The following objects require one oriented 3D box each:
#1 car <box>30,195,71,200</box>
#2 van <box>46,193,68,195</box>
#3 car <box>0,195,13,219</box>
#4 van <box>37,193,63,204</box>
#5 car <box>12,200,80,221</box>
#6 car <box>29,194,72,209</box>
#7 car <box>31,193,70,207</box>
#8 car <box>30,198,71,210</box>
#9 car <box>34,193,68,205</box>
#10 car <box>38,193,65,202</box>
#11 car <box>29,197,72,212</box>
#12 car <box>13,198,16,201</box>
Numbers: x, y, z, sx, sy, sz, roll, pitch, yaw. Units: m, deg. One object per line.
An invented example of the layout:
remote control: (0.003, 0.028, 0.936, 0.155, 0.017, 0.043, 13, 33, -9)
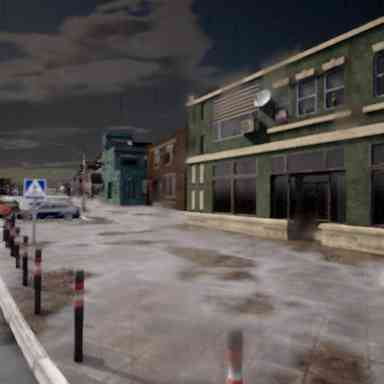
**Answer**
car: (-13.673, 1.498, 32.102, 4.553, 1.767, 2.185, 1, 0, -23)
van: (-14.933, 1.396, 34.727, 4.442, 1.987, 1.878, 1, 0, -23)
car: (-17.907, 1.418, 30.096, 2.097, 1.767, 4.553, 1, -1, -22)
van: (-26.703, 1.300, 62.810, 4.442, 1.987, 1.878, 1, 0, -23)
car: (-11.630, 1.642, 27.065, 4.792, 1.488, 2.163, 1, -1, -23)
car: (-20.122, 1.326, 47.486, 5.566, 2.045, 2.435, 1, 0, -23)
car: (-22.372, 1.305, 52.706, 5.566, 2.045, 2.435, 1, 0, -23)
car: (-19.073, 1.589, 44.914, 4.892, 1.521, 2.231, 1, 0, -23)
car: (-25.494, 1.283, 60.302, 5.566, 2.045, 2.435, 1, 0, -23)
car: (-31.993, 1.267, 75.659, 5.566, 2.045, 2.435, 1, 0, -23)
car: (-16.900, 1.483, 39.798, 4.553, 1.767, 2.185, 1, 0, -23)
car: (-22.459, 1.533, 40.976, 2.128, 1.511, 4.902, 1, 0, -22)
